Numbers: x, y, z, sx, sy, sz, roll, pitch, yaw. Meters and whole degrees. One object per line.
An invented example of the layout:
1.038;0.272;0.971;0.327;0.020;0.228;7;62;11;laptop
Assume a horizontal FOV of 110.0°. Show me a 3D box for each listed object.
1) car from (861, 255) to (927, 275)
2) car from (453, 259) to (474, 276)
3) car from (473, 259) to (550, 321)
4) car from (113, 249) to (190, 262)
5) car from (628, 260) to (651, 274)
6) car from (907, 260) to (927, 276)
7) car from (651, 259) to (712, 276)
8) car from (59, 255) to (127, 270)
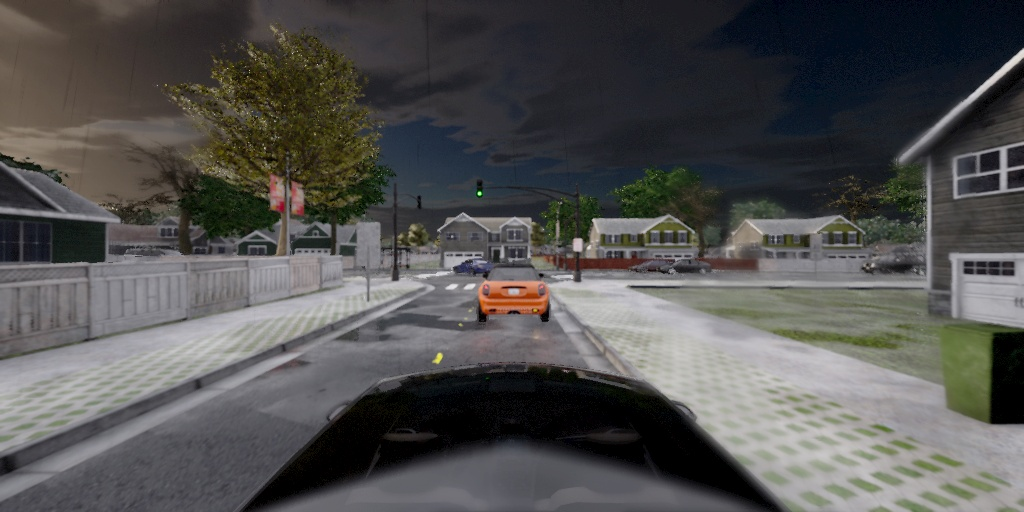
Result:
39.268;0.927;36.717;5.566;2.045;2.150;1;0;1;car
-3.399;0.960;31.560;1.812;1.442;4.674;2;-1;-37;car
0.044;0.999;12.155;2.097;1.767;4.553;0;1;0;car
-26.905;0.482;27.823;5.566;2.045;2.150;0;0;1;car
14.884;1.110;37.128;5.357;1.411;2.033;0;0;1;car
40.488;1.303;33.439;4.718;1.301;1.895;0;0;1;car
16.211;1.067;33.857;4.892;1.490;1.837;0;0;1;car
-44.310;0.637;37.973;5.008;1.535;1.882;0;0;1;car
